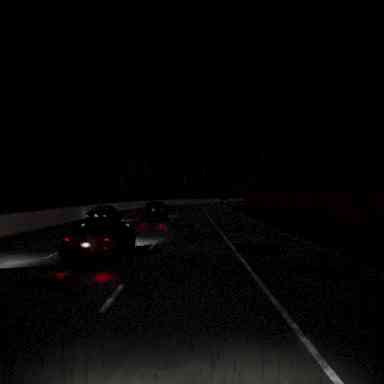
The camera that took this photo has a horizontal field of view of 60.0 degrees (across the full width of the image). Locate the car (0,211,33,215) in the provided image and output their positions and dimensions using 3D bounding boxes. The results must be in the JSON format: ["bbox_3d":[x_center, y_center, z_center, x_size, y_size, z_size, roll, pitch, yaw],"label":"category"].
[{"bbox_3d":[-14.098,1.811,27.578,2.033,1.411,5.357,0,-1,0],"label":"car"}]

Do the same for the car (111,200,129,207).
[{"bbox_3d":[-14.701,2.242,68.004,1.895,1.301,4.718,0,-1,11],"label":"car"}]

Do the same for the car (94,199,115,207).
[{"bbox_3d":[-18.062,2.182,69.069,2.128,1.511,4.902,0,-1,13],"label":"car"}]

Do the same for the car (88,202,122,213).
[{"bbox_3d":[-6.898,1.800,26.406,2.033,1.411,5.357,0,-1,0],"label":"car"}]

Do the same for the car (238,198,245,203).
[{"bbox_3d":[14.240,2.304,92.252,1.812,1.442,4.674,0,-1,33],"label":"car"}]

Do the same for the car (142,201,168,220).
[{"bbox_3d":[-3.398,1.653,31.495,2.097,1.767,4.553,0,-1,0],"label":"car"}]

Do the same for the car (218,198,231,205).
[{"bbox_3d":[7.560,2.185,76.567,1.801,1.575,5.366,0,-1,22],"label":"car"}]

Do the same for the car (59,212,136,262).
[{"bbox_3d":[-3.399,1.685,12.643,1.994,1.385,4.181,0,-1,0],"label":"car"}]
